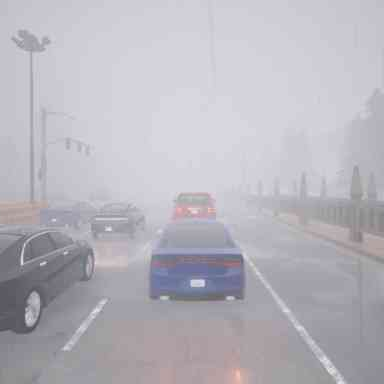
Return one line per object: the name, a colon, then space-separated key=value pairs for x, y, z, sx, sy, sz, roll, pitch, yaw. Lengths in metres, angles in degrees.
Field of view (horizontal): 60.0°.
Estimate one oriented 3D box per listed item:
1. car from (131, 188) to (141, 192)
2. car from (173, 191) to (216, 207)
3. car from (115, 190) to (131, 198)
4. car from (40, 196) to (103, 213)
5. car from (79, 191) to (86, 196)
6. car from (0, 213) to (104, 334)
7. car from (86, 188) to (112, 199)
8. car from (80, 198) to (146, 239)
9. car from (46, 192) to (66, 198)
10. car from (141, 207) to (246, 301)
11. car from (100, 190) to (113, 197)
car: x=-13.751 y=0.035 z=80.336 sx=2.150 sy=2.045 sz=5.566 roll=0 pitch=1 yaw=0
car: x=0.121 y=0.977 z=18.071 sx=2.150 sy=2.045 sz=5.566 roll=0 pitch=1 yaw=0
car: x=-13.824 y=0.600 z=65.365 sx=1.994 sy=1.385 sz=4.181 roll=0 pitch=1 yaw=1
car: x=-6.872 y=1.218 z=19.070 sx=1.882 sy=1.535 sz=5.008 roll=0 pitch=1 yaw=0
car: x=-20.804 y=0.549 z=65.937 sx=2.128 sy=1.511 sz=4.902 roll=0 pitch=1 yaw=0
car: x=-3.402 y=1.434 z=6.615 sx=1.837 sy=1.490 sz=4.892 roll=0 pitch=1 yaw=0
car: x=-13.950 y=0.475 z=51.134 sx=2.150 sy=2.045 sz=5.566 roll=0 pitch=1 yaw=0
car: x=-3.381 y=1.279 z=15.988 sx=2.128 sy=1.511 sz=4.902 roll=0 pitch=1 yaw=0
car: x=-21.316 y=0.750 z=51.659 sx=1.837 sy=1.490 sz=4.892 roll=1 pitch=1 yaw=7
car: x=0.100 y=1.383 z=8.202 sx=1.882 sy=1.535 sz=5.008 roll=0 pitch=1 yaw=0
car: x=-20.749 y=0.324 z=80.990 sx=1.812 sy=1.442 sz=4.674 roll=0 pitch=1 yaw=0
